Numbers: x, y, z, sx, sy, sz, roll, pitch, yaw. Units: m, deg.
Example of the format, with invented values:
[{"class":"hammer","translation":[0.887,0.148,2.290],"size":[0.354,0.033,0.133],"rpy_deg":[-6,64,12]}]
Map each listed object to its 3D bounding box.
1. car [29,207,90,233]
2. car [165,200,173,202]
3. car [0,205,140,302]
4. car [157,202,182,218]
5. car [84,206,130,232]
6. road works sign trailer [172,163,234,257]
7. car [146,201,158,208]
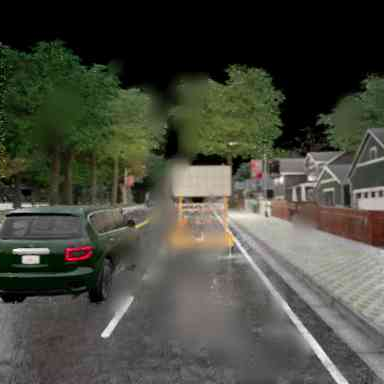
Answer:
[{"class":"car","translation":[-9.104,1.894,23.503],"size":[2.033,1.411,5.357],"rpy_deg":[-1,-1,2]},{"class":"car","translation":[-4.519,2.315,65.402],"size":[2.128,1.511,4.902],"rpy_deg":[-1,-1,2]},{"class":"car","translation":[-2.843,1.351,8.721],"size":[2.150,2.045,5.566],"rpy_deg":[-1,-1,2]},{"class":"car","translation":[-2.079,2.000,34.322],"size":[1.895,1.301,4.718],"rpy_deg":[-1,-1,2]},{"class":"car","translation":[-5.852,1.823,23.535],"size":[1.837,1.490,4.892],"rpy_deg":[-1,-1,2]},{"class":"road works sign trailer","translation":[0.441,0.621,13.608],"size":[2.380,3.560,2.880],"rpy_deg":[-1,-1,2]},{"class":"car","translation":[-7.763,2.390,65.381],"size":[2.033,1.411,5.357],"rpy_deg":[-1,-1,2]}]
